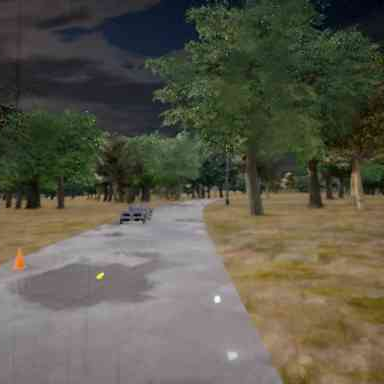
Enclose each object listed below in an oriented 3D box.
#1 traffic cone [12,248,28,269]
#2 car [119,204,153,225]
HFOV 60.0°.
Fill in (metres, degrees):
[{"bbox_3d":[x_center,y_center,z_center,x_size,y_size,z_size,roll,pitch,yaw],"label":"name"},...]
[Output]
[{"bbox_3d":[-5.211,1.996,10.071,0.340,0.580,0.340,0,0,-1],"label":"traffic cone"},{"bbox_3d":[-4.126,1.624,25.088,1.895,1.301,4.718,0,0,0],"label":"car"}]
